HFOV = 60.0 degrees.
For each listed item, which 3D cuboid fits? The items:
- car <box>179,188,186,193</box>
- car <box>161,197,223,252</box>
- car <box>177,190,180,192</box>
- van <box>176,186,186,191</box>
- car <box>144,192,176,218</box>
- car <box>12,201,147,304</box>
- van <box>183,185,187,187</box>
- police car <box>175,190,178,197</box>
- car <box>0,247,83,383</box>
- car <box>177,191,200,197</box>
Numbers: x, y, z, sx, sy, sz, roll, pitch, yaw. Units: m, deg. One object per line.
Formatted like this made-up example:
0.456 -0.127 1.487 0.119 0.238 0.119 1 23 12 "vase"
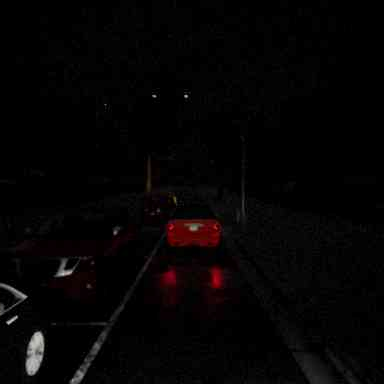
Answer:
-2.653 -0.452 91.371 1.802 1.307 4.206 1 2 0 "car"
0.067 1.287 13.824 2.097 1.767 4.553 0 0 0 "car"
-3.029 0.868 45.820 1.882 1.535 5.008 0 1 0 "car"
-2.652 0.107 69.201 1.690 1.788 3.998 0 2 0 "van"
-2.655 1.121 24.851 2.192 1.841 5.009 -1 1 0 "car"
-2.658 1.291 8.215 2.192 1.841 5.009 -1 0 0 "car"
-2.651 -0.269 80.285 1.690 1.788 3.998 1 2 0 "van"
-3.020 0.968 38.930 1.930 1.638 5.238 0 1 0 "police car"
-2.654 1.548 2.664 2.008 1.369 4.403 -1 0 0 "car"
0.062 1.094 28.784 2.097 1.767 4.553 0 1 0 "car"
